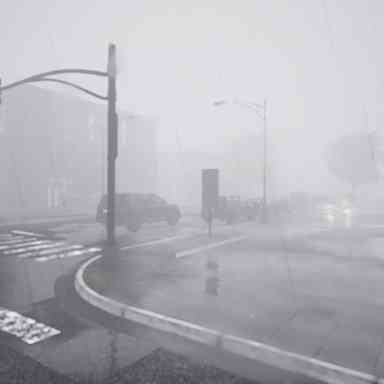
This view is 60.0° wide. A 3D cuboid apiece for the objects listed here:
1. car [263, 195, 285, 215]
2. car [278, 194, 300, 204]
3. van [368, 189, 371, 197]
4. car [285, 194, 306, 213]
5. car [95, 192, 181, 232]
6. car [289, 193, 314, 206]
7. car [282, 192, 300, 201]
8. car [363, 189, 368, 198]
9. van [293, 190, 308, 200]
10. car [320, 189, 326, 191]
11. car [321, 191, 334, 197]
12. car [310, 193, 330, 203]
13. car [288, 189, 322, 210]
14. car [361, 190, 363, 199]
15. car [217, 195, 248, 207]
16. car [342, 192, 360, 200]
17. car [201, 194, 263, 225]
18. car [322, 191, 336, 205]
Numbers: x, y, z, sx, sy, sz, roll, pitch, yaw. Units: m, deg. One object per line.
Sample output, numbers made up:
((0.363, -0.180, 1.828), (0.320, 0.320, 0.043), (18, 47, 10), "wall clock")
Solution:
((5.666, 1.141, 26.860), (1.967, 1.590, 4.097), (1, 2, 35), "car")
((14.580, 0.954, 49.803), (1.895, 1.301, 4.718), (1, 1, 35), "car")
((40.314, 0.289, 77.029), (1.690, 1.788, 3.998), (2, 2, 35), "van")
((8.815, 1.185, 31.424), (2.008, 1.369, 4.403), (1, 2, 35), "car")
((-2.919, 1.031, 19.177), (2.150, 2.045, 5.566), (1, 1, 35), "car")
((14.809, 0.910, 44.757), (1.882, 1.535, 5.008), (1, 1, 35), "car")
((17.564, 0.739, 58.839), (1.752, 1.417, 4.829), (2, 2, 35), "car")
((34.109, 0.610, 68.050), (1.752, 1.417, 4.829), (2, 2, 35), "car")
((20.812, 0.484, 63.535), (1.690, 1.788, 3.998), (2, 2, 35), "van")
((27.110, 0.445, 72.659), (1.967, 1.590, 4.097), (2, 2, 35), "car")
((33.408, 0.416, 81.783), (2.008, 1.369, 4.403), (2, 2, 35), "car")
((20.397, 0.911, 52.947), (1.895, 1.301, 4.718), (1, 1, 35), "car")
((11.968, 0.882, 35.980), (2.192, 1.841, 5.009), (2, 2, 35), "car")
((30.862, 0.738, 63.351), (1.802, 1.307, 4.206), (2, 2, 35), "car")
((5.061, 1.050, 40.736), (1.947, 1.339, 4.313), (2, 2, 35), "car")
((27.713, 0.776, 58.789), (2.008, 1.369, 4.403), (2, 2, 35), "car")
((2.518, 1.083, 22.297), (2.192, 1.841, 5.009), (1, 2, 35), "car")
((18.264, 0.997, 45.107), (1.947, 1.339, 4.313), (2, 2, 35), "car")
